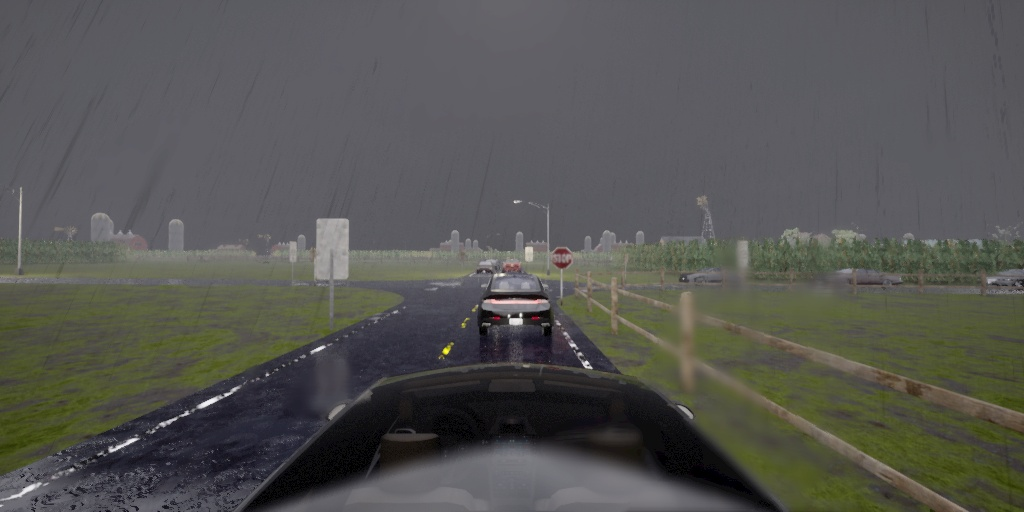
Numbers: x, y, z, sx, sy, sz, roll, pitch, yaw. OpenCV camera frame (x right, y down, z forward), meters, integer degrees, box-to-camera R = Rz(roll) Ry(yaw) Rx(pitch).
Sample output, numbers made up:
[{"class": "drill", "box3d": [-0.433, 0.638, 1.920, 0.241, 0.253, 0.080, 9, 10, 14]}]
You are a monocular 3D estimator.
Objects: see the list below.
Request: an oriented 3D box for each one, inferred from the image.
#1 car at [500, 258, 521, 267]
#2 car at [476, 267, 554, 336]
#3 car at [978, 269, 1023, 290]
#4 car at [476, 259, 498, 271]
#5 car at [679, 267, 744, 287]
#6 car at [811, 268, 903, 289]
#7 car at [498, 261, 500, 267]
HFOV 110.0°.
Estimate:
[{"class": "car", "box3d": [-0.004, 1.074, 41.654, 2.097, 1.767, 4.553, 0, 0, 0]}, {"class": "car", "box3d": [0.081, 1.240, 10.370, 2.128, 1.511, 4.902, 0, 0, 0]}, {"class": "car", "box3d": [37.230, 1.708, 26.155, 4.902, 1.511, 2.128, 1, -1, 0]}, {"class": "car", "box3d": [-2.945, 1.271, 40.477, 2.033, 1.411, 5.357, 0, 0, 0]}, {"class": "car", "box3d": [14.517, 1.507, 26.187, 4.181, 1.385, 1.994, 1, -1, 0]}, {"class": "car", "box3d": [25.128, 1.616, 26.179, 5.357, 1.411, 2.033, 1, -1, 0]}, {"class": "car", "box3d": [-2.957, 1.188, 50.719, 1.882, 1.535, 5.008, 0, 0, 0]}]
